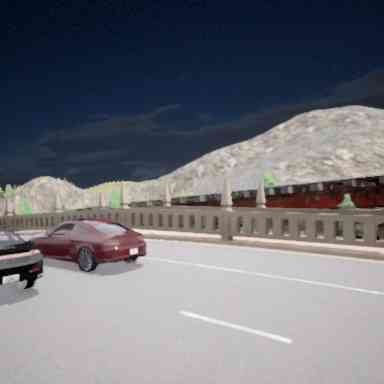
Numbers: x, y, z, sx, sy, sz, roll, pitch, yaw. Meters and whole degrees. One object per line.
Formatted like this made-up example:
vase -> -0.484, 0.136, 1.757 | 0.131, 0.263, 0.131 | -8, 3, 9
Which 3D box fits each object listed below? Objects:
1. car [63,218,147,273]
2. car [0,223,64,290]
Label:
car -> -3.531, 1.579, 10.809 | 4.674, 1.442, 1.812 | -2, -1, 35
car -> -5.504, 1.543, 7.918 | 4.902, 1.511, 2.128 | -2, -1, 35
